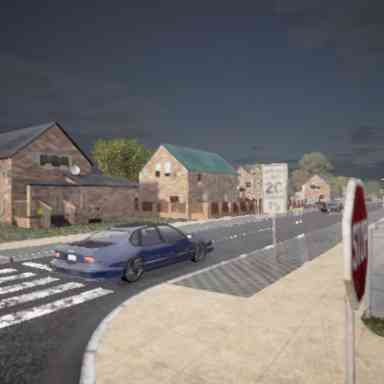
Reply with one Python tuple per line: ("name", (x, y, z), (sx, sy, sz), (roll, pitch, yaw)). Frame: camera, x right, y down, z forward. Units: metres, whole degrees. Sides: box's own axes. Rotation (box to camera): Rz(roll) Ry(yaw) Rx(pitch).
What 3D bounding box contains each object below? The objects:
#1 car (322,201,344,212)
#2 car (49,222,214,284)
("car", (18.441, 1.837, 43.412), (2.033, 1.411, 5.357), (-1, -1, 35))
("car", (-1.425, 1.610, 9.955), (2.033, 1.411, 5.357), (-1, -1, 35))
